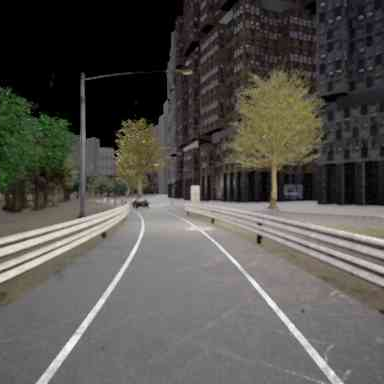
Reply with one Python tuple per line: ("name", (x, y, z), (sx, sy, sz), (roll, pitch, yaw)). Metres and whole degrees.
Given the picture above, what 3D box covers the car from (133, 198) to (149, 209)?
("car", (-7.786, 1.706, 50.328), (1.882, 1.535, 5.008), (0, 0, -18))
